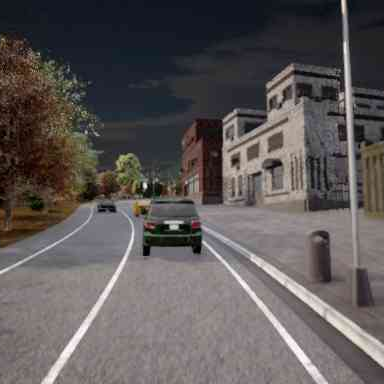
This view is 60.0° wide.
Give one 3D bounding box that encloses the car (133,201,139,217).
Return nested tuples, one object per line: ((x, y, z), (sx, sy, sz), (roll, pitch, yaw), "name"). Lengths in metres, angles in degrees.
((-4.564, 1.530, 31.897), (1.882, 1.535, 5.008), (1, 0, -15), "car")

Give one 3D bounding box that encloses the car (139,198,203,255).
((-0.924, 1.262, 13.729), (2.150, 2.045, 5.566), (1, 0, -7), "car")

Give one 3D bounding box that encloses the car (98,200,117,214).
((-9.035, 1.567, 35.365), (1.895, 1.301, 4.718), (1, 0, -16), "car")
